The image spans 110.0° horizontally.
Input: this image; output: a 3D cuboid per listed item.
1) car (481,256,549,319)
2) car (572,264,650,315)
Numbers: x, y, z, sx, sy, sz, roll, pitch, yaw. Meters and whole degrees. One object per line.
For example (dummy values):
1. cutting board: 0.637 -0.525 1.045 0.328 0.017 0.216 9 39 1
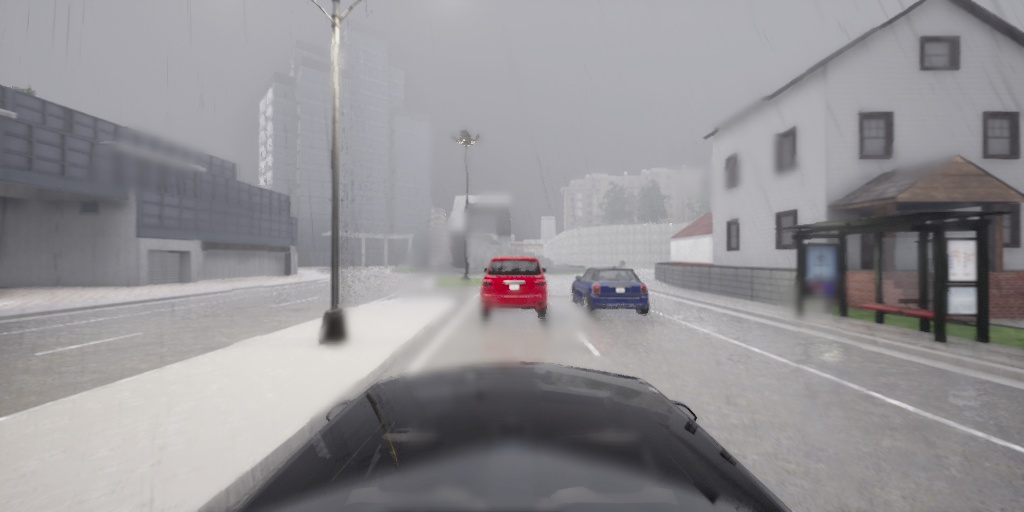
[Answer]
1. car: 0.120 1.036 13.278 2.150 2.045 5.566 0 0 1
2. car: 3.646 1.172 14.057 2.097 1.767 4.553 0 0 1
